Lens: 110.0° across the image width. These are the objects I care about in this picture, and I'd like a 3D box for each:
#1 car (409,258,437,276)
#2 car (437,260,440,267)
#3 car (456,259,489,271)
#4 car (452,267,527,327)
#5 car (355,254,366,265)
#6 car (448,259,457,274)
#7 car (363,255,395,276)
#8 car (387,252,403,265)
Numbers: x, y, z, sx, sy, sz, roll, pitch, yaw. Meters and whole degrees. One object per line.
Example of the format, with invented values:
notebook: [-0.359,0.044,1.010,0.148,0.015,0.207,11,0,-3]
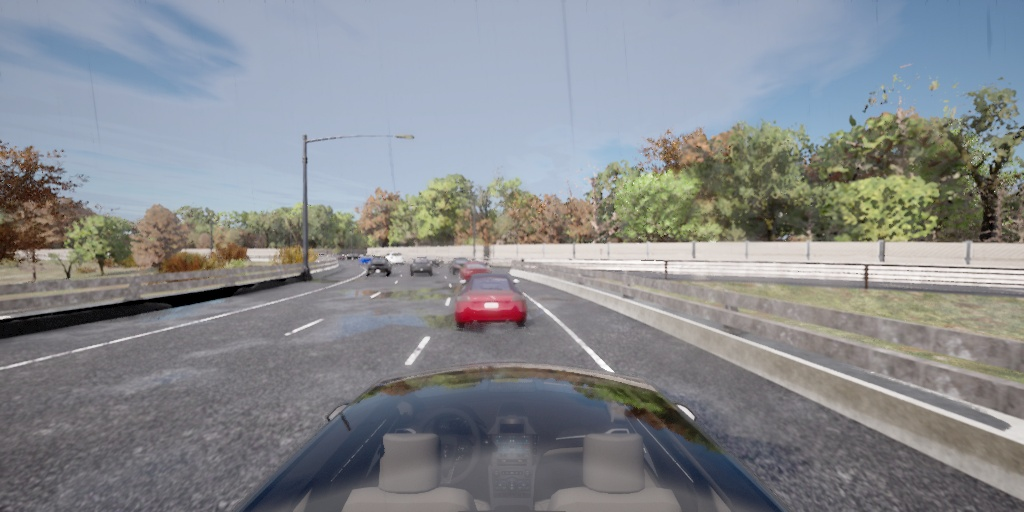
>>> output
car: [-8.302,0.936,32.626,2.128,1.511,4.902,0,1,-16]
car: [-11.774,0.863,51.014,1.895,1.301,4.718,0,1,-26]
car: [-2.391,1.064,22.928,1.812,1.442,4.674,0,1,-11]
car: [-0.686,1.219,11.233,1.994,1.385,4.181,0,1,-4]
car: [-23.312,0.682,57.330,1.882,1.535,5.008,0,1,-31]
car: [-4.699,0.967,32.652,1.812,1.442,4.674,0,1,-15]
car: [-11.800,0.958,32.087,1.837,1.490,4.892,0,1,-16]
car: [-18.831,0.430,56.811,2.150,2.045,5.566,0,1,-31]
